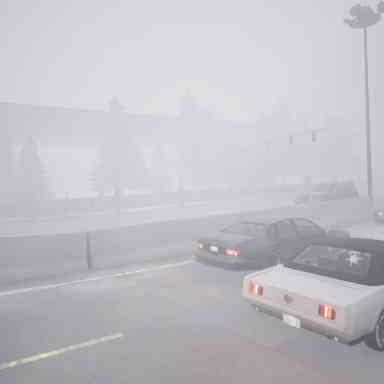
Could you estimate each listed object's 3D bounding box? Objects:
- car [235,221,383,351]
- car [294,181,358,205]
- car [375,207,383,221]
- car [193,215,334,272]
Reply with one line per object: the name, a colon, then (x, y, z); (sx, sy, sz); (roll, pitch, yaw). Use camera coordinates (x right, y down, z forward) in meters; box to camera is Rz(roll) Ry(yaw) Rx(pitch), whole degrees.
car: (3.236, 1.506, 6.080); (4.718, 1.301, 1.895); (-2, 1, -36)
car: (9.772, 0.309, 23.965); (5.566, 2.045, 2.150); (-4, 2, -36)
car: (10.749, 0.868, 15.795); (5.357, 1.411, 2.033); (-4, 2, -36)
car: (2.601, 1.400, 9.932); (5.357, 1.411, 2.033); (-3, 1, -36)
